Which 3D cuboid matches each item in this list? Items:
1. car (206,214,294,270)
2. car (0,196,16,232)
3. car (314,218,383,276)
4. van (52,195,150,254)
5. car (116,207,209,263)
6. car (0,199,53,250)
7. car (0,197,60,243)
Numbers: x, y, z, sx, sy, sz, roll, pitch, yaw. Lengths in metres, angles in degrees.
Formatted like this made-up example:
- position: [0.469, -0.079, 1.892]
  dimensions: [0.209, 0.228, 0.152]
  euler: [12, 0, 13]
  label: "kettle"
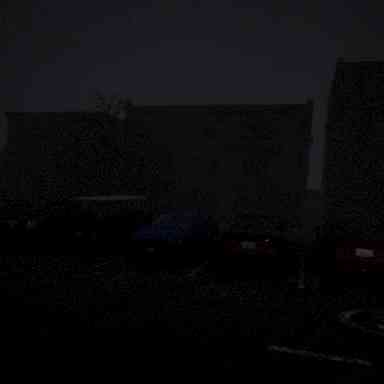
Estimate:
- position: [2.265, 1.472, 11.142]
  dimensions: [2.163, 1.488, 4.792]
  euler: [1, 0, 19]
  label: "car"
- position: [-11.002, 1.100, 15.652]
  dimensions: [2.185, 1.767, 4.553]
  euler: [1, 0, 19]
  label: "car"
- position: [4.919, 1.515, 10.241]
  dimensions: [2.163, 1.488, 4.792]
  euler: [1, 0, 19]
  label: "car"
- position: [-3.011, 1.130, 13.027]
  dimensions: [1.878, 1.987, 4.442]
  euler: [1, 0, 19]
  label: "van"
- position: [-0.396, 1.399, 12.021]
  dimensions: [2.097, 1.535, 5.008]
  euler: [1, 0, 19]
  label: "car"
- position: [-5.714, 1.187, 13.789]
  dimensions: [2.185, 1.767, 4.553]
  euler: [1, 0, 19]
  label: "car"
- position: [-8.347, 1.143, 14.750]
  dimensions: [2.185, 1.767, 4.553]
  euler: [1, 0, 19]
  label: "car"
